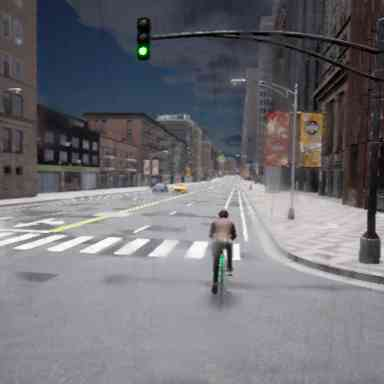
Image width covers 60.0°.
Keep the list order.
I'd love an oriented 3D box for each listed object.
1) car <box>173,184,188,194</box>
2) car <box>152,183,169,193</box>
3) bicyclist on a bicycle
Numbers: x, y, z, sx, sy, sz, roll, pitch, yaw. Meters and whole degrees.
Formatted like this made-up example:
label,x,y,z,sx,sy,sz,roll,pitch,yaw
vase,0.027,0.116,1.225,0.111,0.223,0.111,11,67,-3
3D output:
label,x,y,z,sx,sy,sz,roll,pitch,yaw
car,-1.803,-0.593,53.260,1.882,1.535,5.008,2,2,8
car,-5.024,-0.638,53.699,1.812,1.442,4.674,2,2,8
bicyclist on a bicycle,0.609,1.180,6.473,0.582,1.620,1.656,1,1,8
